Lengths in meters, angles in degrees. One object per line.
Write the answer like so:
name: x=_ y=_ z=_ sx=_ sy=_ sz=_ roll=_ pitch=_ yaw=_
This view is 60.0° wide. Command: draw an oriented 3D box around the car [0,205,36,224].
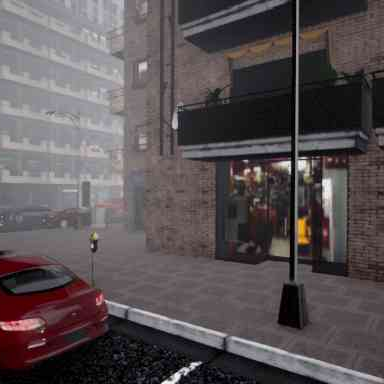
car: x=-13.248 y=1.732 z=26.964 sx=1.994 sy=1.385 sz=4.181 roll=1 pitch=0 yaw=36

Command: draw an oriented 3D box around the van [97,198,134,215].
van: x=-8.645 y=1.612 z=37.808 sx=1.690 sy=1.788 sz=3.998 roll=0 pitch=-1 yaw=36

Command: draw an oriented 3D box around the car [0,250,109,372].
car: x=-3.078 y=1.583 z=5.195 sx=4.206 sy=1.307 sz=1.802 roll=0 pitch=0 yaw=36

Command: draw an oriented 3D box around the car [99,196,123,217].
car: x=-7.769 y=1.490 z=34.601 sx=2.150 sy=2.045 sz=5.566 roll=1 pitch=0 yaw=36

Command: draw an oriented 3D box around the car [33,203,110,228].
car: x=-8.464 y=1.760 z=23.689 sx=1.887 sy=1.381 sz=4.507 roll=0 pitch=-1 yaw=36
